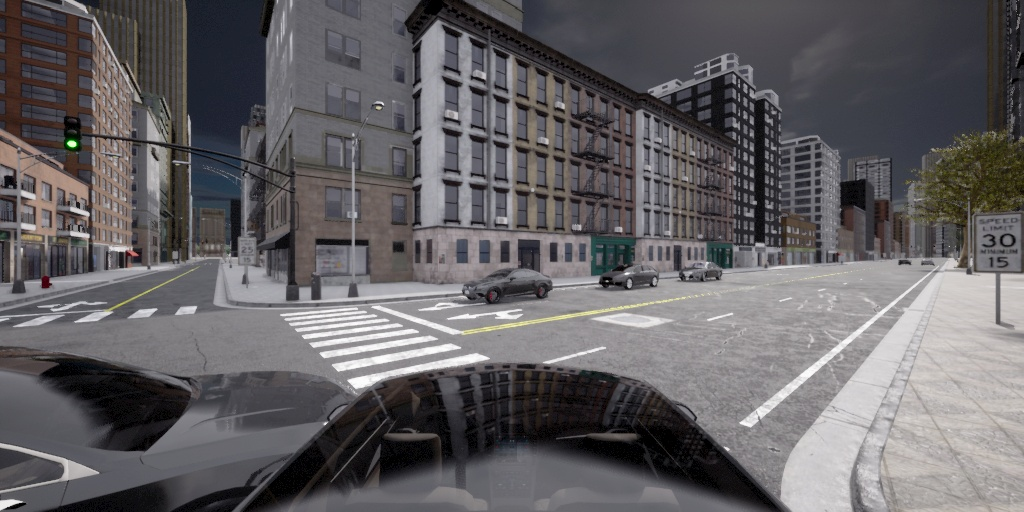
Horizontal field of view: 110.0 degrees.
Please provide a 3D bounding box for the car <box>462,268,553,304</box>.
[{"bbox_3d":[-0.102,1.285,16.714,4.674,1.442,1.812,0,0,-39],"label":"car"}]

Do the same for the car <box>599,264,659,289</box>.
[{"bbox_3d":[7.566,1.256,22.968,4.892,1.490,1.837,0,0,-39],"label":"car"}]

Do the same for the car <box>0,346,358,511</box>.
[{"bbox_3d":[-3.228,1.257,1.730,4.892,1.490,1.837,0,0,-35],"label":"car"}]

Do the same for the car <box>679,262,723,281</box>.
[{"bbox_3d":[15.551,1.233,29.469,4.902,1.511,2.128,0,0,-39],"label":"car"}]
